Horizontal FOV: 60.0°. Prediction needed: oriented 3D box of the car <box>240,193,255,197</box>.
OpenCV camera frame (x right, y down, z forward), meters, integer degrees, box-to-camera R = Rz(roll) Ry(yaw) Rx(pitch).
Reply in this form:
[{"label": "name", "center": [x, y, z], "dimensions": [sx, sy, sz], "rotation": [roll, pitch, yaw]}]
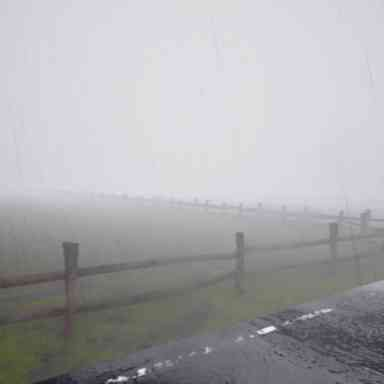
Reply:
[{"label": "car", "center": [12.415, 0.597, 72.190], "dimensions": [2.128, 1.511, 4.902], "rotation": [2, 0, -35]}]
